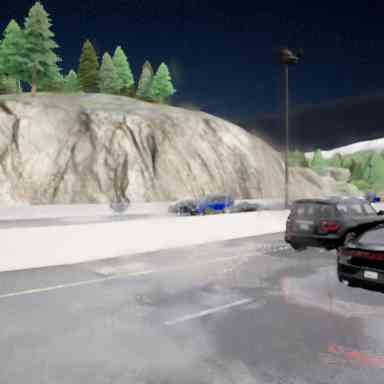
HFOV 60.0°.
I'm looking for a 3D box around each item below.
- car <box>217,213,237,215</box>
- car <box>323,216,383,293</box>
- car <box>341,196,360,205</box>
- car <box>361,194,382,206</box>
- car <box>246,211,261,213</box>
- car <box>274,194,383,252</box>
[{"bbox_3d":[4.848,1.594,30.991,4.902,1.511,2.128,0,0,-43],"label":"car"},{"bbox_3d":[5.515,1.492,8.194,5.008,1.535,1.882,0,0,-39],"label":"car"},{"bbox_3d":[29.966,1.613,62.633,1.882,1.535,5.008,0,0,42],"label":"car"},{"bbox_3d":[32.564,1.347,60.291,2.150,2.045,5.566,0,0,42],"label":"car"},{"bbox_3d":[7.129,1.632,28.289,5.357,1.411,2.033,0,0,-43],"label":"car"},{"bbox_3d":[5.876,1.255,12.977,5.566,2.045,2.150,0,0,-40],"label":"car"}]
